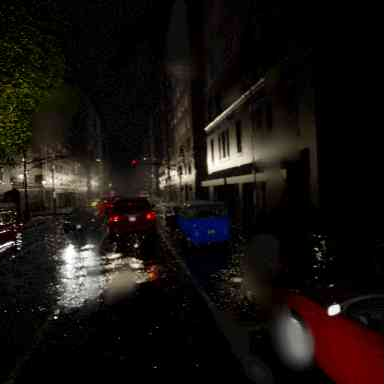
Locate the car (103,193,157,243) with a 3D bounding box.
[{"bbox_3d":[-2.989,1.261,16.866,2.150,2.045,5.566,-3,0,-10],"label":"car"}]

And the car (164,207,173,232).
[{"bbox_3d":[-0.608,1.478,19.593,1.947,1.339,4.313,-3,0,-10],"label":"car"}]

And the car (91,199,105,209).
[{"bbox_3d":[-15.595,1.924,55.344,1.752,1.417,4.829,-3,0,-10],"label":"car"}]

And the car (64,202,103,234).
[{"bbox_3d":[-6.838,1.693,21.203,2.128,1.511,4.902,-3,0,-10],"label":"car"}]

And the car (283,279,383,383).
[{"bbox_3d":[2.353,1.414,2.873,1.887,1.381,4.507,-3,0,-10],"label":"car"}]

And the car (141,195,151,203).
[{"bbox_3d":[-10.104,1.470,73.135,1.967,1.590,4.097,-3,0,-10],"label":"car"}]

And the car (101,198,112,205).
[{"bbox_3d":[-18.477,1.985,71.613,1.887,1.381,4.507,-3,0,-10],"label":"car"}]

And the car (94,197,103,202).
[{"bbox_3d":[-7.849,1.399,32.614,2.150,2.045,5.566,-3,1,-35],"label":"car"}]

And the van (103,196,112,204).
[{"bbox_3d":[-19.438,1.796,76.979,1.690,1.788,3.998,-3,0,-10],"label":"van"}]

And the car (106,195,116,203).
[{"bbox_3d":[-21.341,1.803,87.713,2.192,1.841,5.009,-3,0,-10],"label":"car"}]

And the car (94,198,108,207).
[{"bbox_3d":[-16.574,1.963,60.879,2.008,1.369,4.403,-3,0,-10],"label":"car"}]

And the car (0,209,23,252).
[{"bbox_3d":[-8.010,1.625,12.492,2.192,1.841,5.009,-3,0,-10],"label":"car"}]

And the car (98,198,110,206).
[{"bbox_3d":[-17.526,1.970,66.246,1.887,1.381,4.507,-3,0,-10],"label":"car"}]

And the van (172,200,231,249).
[{"bbox_3d":[0.368,1.241,14.019,1.690,1.788,3.998,-3,0,-10],"label":"van"}]

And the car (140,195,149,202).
[{"bbox_3d":[-12.000,1.612,83.865,2.008,1.369,4.403,-3,0,-10],"label":"car"}]
